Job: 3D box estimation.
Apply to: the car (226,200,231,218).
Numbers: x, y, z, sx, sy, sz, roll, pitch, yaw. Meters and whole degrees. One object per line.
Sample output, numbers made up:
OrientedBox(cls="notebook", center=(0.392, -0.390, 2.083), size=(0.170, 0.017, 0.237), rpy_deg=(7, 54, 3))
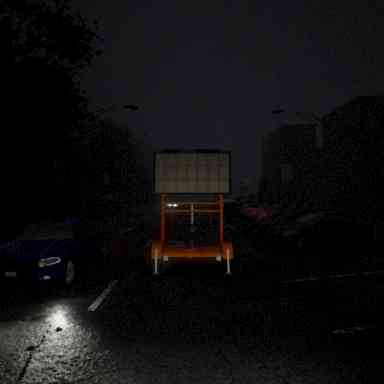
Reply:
OrientedBox(cls="car", center=(5.365, 1.538, 25.810), size=(4.674, 1.452, 2.002), rpy_deg=(1, 0, -20))

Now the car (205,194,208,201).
OrientedBox(cls="car", center=(5.347, 1.613, 64.784), size=(5.366, 1.575, 1.946), rpy_deg=(1, 0, -20))

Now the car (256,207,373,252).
OrientedBox(cls="car", center=(5.325, 1.528, 13.800), size=(4.674, 1.452, 2.002), rpy_deg=(1, 0, -20))

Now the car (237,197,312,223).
OrientedBox(cls="car", center=(5.375, 1.366, 19.812), size=(4.553, 1.767, 2.185), rpy_deg=(1, 0, -20))

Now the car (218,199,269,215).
OrientedBox(cls="car", center=(5.384, 1.545, 34.803), size=(4.792, 1.488, 2.163), rpy_deg=(1, 0, -20))

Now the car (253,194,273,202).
OrientedBox(cls="car", center=(18.548, 1.463, 86.843), size=(2.435, 2.045, 5.566), rpy_deg=(0, 0, -21))

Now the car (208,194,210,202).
OrientedBox(cls="car", center=(5.528, 1.447, 52.837), size=(4.553, 1.767, 2.185), rpy_deg=(1, 0, -20))

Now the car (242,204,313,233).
OrientedBox(cls="car", center=(5.304, 1.518, 16.792), size=(4.792, 1.488, 2.163), rpy_deg=(1, 0, -20))

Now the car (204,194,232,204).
OrientedBox(cls="car", center=(5.549, 1.391, 70.877), size=(5.566, 2.045, 2.435), rpy_deg=(1, 0, -20))

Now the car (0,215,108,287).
OrientedBox(cls="car", center=(-3.841, 1.478, 9.555), size=(1.882, 1.535, 5.008), rpy_deg=(0, 0, 0))

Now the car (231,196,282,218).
OrientedBox(cls="car", center=(5.388, 1.369, 22.813), size=(4.553, 1.767, 2.185), rpy_deg=(1, 0, -20))

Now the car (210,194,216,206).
OrientedBox(cls="car", center=(5.405, 1.271, 37.805), size=(5.566, 2.045, 2.435), rpy_deg=(1, 0, -20))

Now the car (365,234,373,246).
OrientedBox(cls="car", center=(5.314, 1.487, 4.800), size=(4.892, 1.521, 2.231), rpy_deg=(1, 0, -20))

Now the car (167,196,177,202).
OrientedBox(cls="car", center=(-3.883, 1.628, 65.754), size=(2.128, 1.511, 4.902), rpy_deg=(0, 0, 0))

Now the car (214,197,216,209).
OrientedBox(cls="car", center=(5.223, 1.503, 31.746), size=(5.366, 1.575, 1.946), rpy_deg=(1, 0, -20))

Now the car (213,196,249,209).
OrientedBox(cls="car", center=(5.439, 1.424, 46.820), size=(4.553, 1.767, 2.185), rpy_deg=(1, 0, -20))

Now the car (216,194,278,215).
OrientedBox(cls="car", center=(5.373, 1.252, 28.788), size=(5.566, 2.045, 2.435), rpy_deg=(1, 0, -20))

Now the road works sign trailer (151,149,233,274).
OrientedBox(cls="road works sign trailer", center=(0.009, 0.465, 10.529), size=(2.380, 3.560, 2.880), rpy_deg=(0, 0, 0))

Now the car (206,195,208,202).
OrientedBox(cls="car", center=(5.497, 1.583, 55.839), size=(5.008, 1.535, 2.097), rpy_deg=(1, -1, -20))

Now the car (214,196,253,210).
OrientedBox(cls="car", center=(5.425, 1.414, 43.819), size=(4.553, 1.767, 2.185), rpy_deg=(1, 0, -20))
